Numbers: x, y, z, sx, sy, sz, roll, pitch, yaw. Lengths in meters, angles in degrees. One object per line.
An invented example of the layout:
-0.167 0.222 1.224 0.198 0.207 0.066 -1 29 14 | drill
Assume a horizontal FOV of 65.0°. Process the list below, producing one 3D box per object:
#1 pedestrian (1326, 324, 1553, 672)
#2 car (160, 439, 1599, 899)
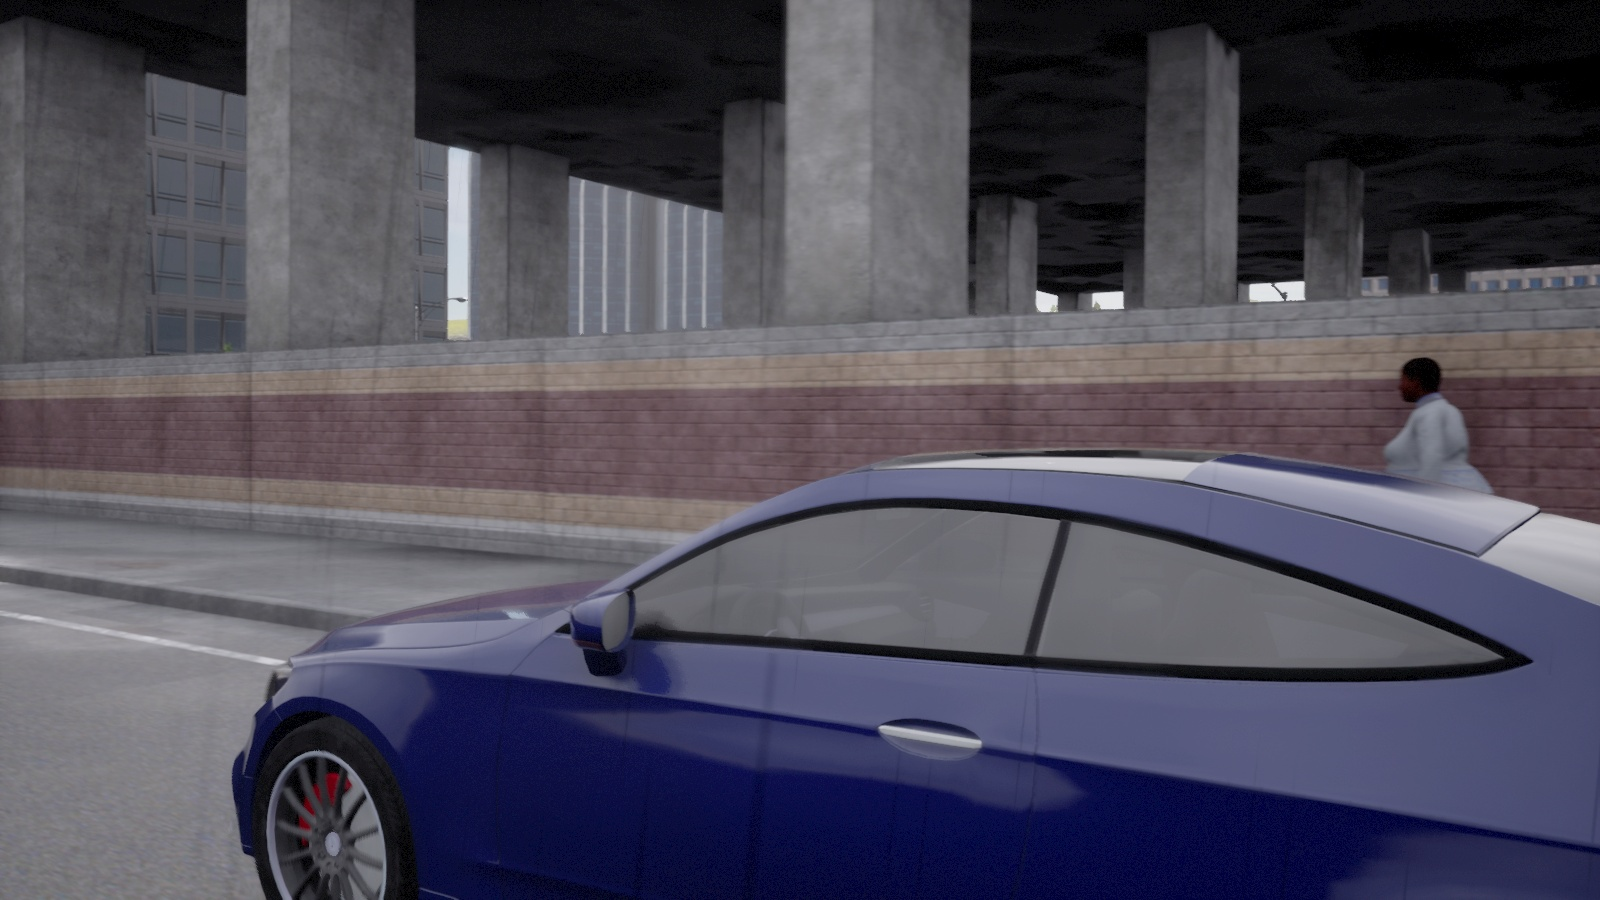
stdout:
3.724 0.248 7.320 0.874 1.855 0.900 -1 1 -39 | pedestrian
0.511 0.708 3.284 4.674 1.442 1.812 0 1 34 | car
